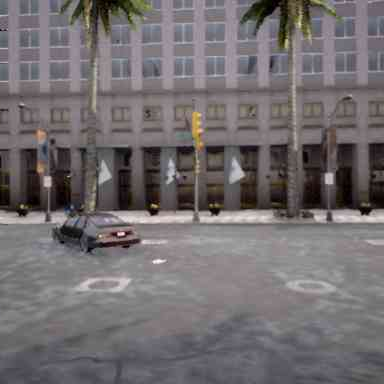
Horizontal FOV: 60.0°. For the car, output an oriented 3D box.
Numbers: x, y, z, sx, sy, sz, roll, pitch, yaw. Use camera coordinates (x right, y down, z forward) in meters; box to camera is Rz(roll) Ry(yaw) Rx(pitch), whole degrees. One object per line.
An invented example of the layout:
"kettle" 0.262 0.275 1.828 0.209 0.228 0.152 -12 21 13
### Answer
"car" -4.217 1.597 14.058 2.033 1.411 5.357 0 0 -40
